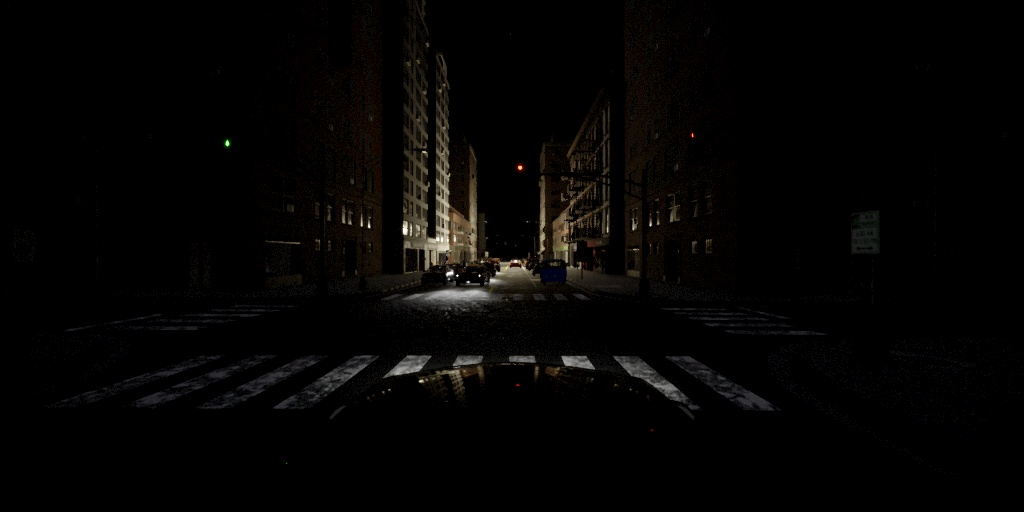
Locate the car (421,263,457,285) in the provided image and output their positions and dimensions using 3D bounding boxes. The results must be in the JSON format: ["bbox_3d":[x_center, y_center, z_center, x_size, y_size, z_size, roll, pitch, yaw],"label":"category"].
[{"bbox_3d":[-5.185,1.299,25.419,2.007,1.370,4.403,0,0,1],"label":"car"}]

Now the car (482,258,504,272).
[{"bbox_3d":[-2.464,1.309,45.193,1.994,1.385,4.181,0,0,1],"label":"car"}]

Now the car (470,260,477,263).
[{"bbox_3d":[-4.987,1.269,47.977,1.751,1.417,4.829,0,0,1],"label":"car"}]

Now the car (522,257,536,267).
[{"bbox_3d":[3.089,1.054,53.764,2.192,1.841,5.009,0,0,1],"label":"car"}]

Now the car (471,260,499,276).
[{"bbox_3d":[-2.558,1.348,35.139,1.895,1.301,4.718,0,0,0],"label":"car"}]

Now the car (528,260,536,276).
[{"bbox_3d":[2.939,1.329,36.720,1.802,1.307,4.207,0,0,1],"label":"car"}]

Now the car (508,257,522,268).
[{"bbox_3d":[0.602,1.336,59.039,1.895,1.301,4.718,0,0,1],"label":"car"}]

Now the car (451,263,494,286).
[{"bbox_3d":[-2.658,1.349,25.127,1.895,1.301,4.718,0,0,4],"label":"car"}]

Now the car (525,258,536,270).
[{"bbox_3d":[3.039,1.325,48.082,1.802,1.307,4.207,0,0,1],"label":"car"}]

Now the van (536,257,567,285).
[{"bbox_3d":[2.840,1.089,25.358,1.690,1.789,3.998,0,0,1],"label":"van"}]
